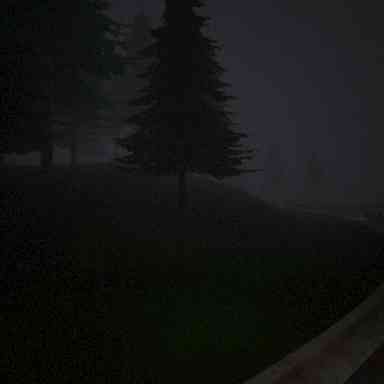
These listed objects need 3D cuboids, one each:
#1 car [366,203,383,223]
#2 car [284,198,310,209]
[{"bbox_3d":[14.876,1.559,25.370,1.812,1.442,4.674,0,0,11],"label":"car"},{"bbox_3d":[14.925,1.631,47.578,1.837,1.490,4.892,0,0,-12],"label":"car"}]
